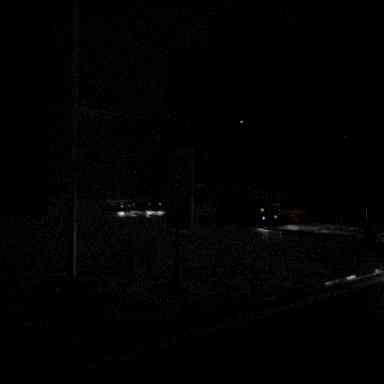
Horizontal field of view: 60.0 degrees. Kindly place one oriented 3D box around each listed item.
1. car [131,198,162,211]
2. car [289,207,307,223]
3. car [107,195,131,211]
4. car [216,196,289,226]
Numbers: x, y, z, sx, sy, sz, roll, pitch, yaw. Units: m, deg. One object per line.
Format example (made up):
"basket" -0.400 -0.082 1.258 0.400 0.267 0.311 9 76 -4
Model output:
"car" -5.967 1.595 45.042 2.097 1.767 4.553 1 -1 -35
"car" 6.920 1.676 27.059 1.882 1.535 5.008 1 -1 -36
"car" -9.555 1.412 44.481 2.150 2.045 5.566 1 -1 -35
"car" 4.193 1.364 25.293 2.150 2.045 5.566 1 -1 -36
